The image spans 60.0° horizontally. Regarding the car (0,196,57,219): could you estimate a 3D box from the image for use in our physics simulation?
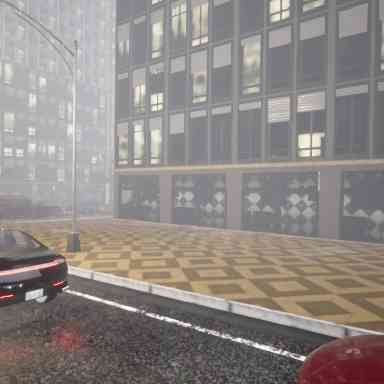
[{"bbox_3d":[-15.577,1.518,30.480,2.192,1.841,5.009,1,0,36],"label":"car"}]

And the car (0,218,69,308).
[{"bbox_3d":[-4.595,1.488,6.934,4.902,1.511,2.128,0,0,35],"label":"car"}]

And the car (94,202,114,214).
[{"bbox_3d":[-8.796,1.828,39.704,1.752,1.417,4.829,1,0,36],"label":"car"}]

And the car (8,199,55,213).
[{"bbox_3d":[-19.091,1.641,39.849,1.752,1.417,4.829,1,0,36],"label":"car"}]

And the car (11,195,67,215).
[{"bbox_3d":[-15.890,1.538,34.411,2.097,1.767,4.553,1,0,36],"label":"car"}]

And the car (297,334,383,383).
[{"bbox_3d":[2.892,1.526,1.634,4.674,1.442,1.812,0,0,35],"label":"car"}]

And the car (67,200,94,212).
[{"bbox_3d":[-13.896,1.767,42.536,1.994,1.385,4.181,1,0,36],"label":"car"}]
